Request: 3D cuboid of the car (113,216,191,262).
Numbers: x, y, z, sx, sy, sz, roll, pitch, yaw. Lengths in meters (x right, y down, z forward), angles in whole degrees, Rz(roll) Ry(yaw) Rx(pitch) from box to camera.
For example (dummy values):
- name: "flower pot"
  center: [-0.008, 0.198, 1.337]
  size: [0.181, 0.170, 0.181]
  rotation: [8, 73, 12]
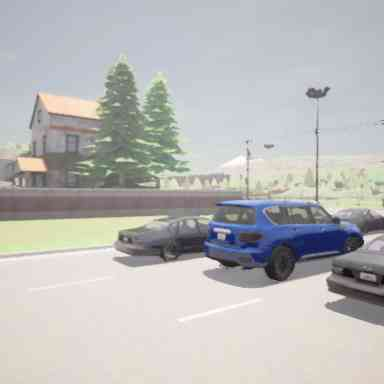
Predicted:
- name: "car"
  center: [-0.111, 1.593, 12.266]
  size: [5.357, 1.411, 2.033]
  rotation: [0, 0, -35]

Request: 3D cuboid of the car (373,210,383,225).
- name: "car"
  center: [9.725, 1.671, 19.284]
  size: [5.357, 1.411, 2.033]
  rotation: [0, 0, -36]

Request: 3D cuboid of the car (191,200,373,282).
- name: "car"
  center: [2.947, 1.274, 10.151]
  size: [5.566, 2.045, 2.150]
  rotation: [1, 0, -35]

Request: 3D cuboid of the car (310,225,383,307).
- name: "car"
  center: [5.234, 1.603, 7.487]
  size: [5.357, 1.411, 2.033]
  rotation: [0, 0, -35]
